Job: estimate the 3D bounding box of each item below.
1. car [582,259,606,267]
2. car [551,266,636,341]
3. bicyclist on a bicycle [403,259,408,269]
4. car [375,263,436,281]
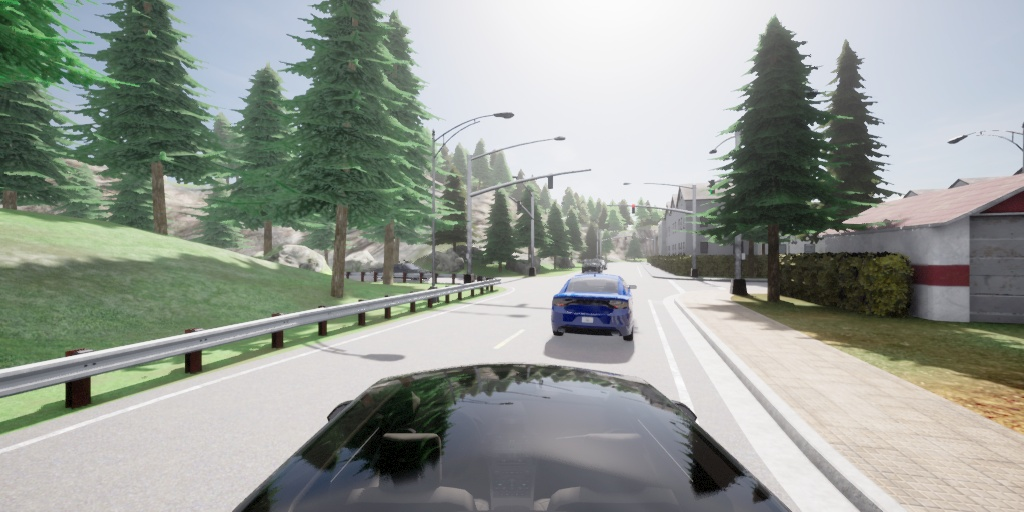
[{"bbox_3d":[9.614,1.102,42.821,2.097,1.767,4.553,0,0,19],"label":"car"},{"bbox_3d":[2.412,1.228,10.092,1.882,1.535,5.008,0,0,18],"label":"car"},{"bbox_3d":[-11.291,1.167,38.122,0.582,1.620,1.656,-2,5,18],"label":"bicyclist on a bicycle"},{"bbox_3d":[-8.942,1.313,29.924,5.357,1.411,2.033,0,0,19],"label":"car"}]
